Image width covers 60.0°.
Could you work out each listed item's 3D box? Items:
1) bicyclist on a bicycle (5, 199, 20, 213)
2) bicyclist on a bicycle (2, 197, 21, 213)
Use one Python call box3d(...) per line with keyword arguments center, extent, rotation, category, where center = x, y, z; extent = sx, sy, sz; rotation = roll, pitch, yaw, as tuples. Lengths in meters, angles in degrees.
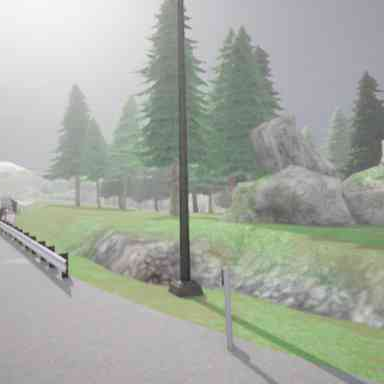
box3d(center=(-18.231, 1.360, 33.545), extent=(1.656, 1.620, 0.582), rotation=(1, 0, -34), category="bicyclist on a bicycle")
box3d(center=(-18.687, 1.356, 34.427), extent=(1.656, 1.620, 0.582), rotation=(0, -2, -6), category="bicyclist on a bicycle")
